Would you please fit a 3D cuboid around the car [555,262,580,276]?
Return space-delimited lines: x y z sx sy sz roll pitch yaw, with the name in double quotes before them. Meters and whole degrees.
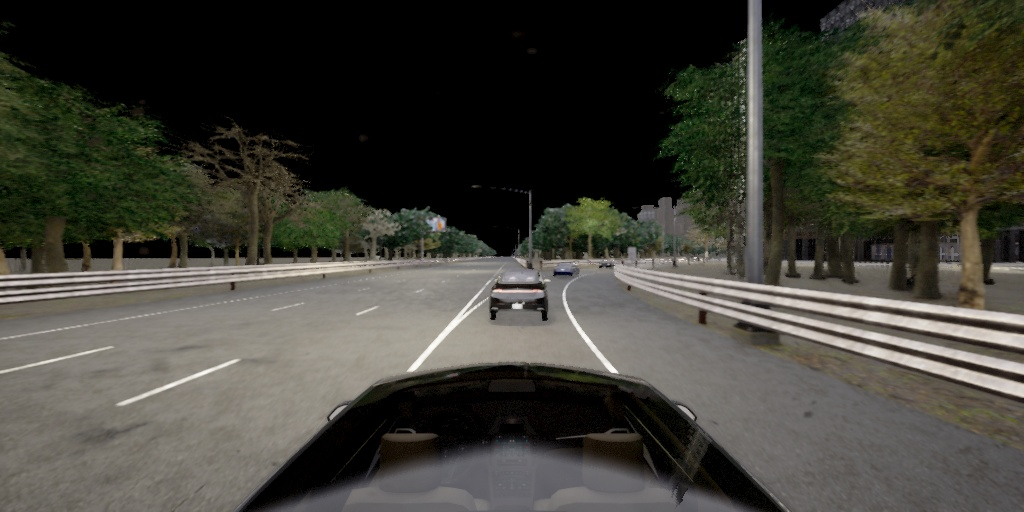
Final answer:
"car" 5.536 1.277 36.042 1.994 1.385 4.181 0 0 21

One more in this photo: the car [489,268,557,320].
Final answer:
"car" 0.345 1.230 12.694 2.128 1.511 4.902 0 0 5

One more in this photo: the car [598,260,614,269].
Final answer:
"car" 14.644 1.276 53.815 1.895 1.301 4.718 0 0 34
